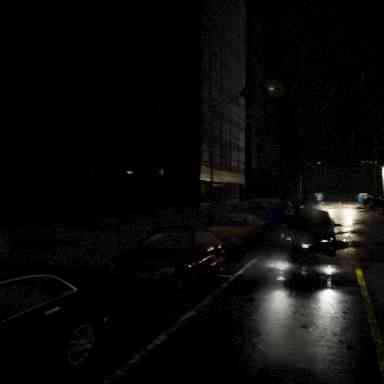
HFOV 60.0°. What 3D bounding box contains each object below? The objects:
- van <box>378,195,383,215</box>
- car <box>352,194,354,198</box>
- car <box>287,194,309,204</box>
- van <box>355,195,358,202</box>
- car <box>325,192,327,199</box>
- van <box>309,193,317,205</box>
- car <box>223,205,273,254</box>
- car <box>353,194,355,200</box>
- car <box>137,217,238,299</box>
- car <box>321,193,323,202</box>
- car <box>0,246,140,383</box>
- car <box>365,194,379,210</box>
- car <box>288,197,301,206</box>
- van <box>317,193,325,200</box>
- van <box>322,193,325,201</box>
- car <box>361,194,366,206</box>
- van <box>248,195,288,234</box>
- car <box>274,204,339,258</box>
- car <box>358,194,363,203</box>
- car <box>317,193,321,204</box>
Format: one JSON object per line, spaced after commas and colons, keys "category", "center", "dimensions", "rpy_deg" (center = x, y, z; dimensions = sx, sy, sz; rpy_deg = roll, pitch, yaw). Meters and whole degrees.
{"category": "van", "center": [18.658, 1.313, 30.733], "dimensions": [1.690, 1.788, 3.998], "rpy_deg": [1, 0, 24]}
{"category": "car", "center": [38.811, 1.460, 77.019], "dimensions": [1.947, 1.339, 4.313], "rpy_deg": [1, 0, 24]}
{"category": "car", "center": [8.599, 1.227, 28.983], "dimensions": [2.192, 1.841, 5.009], "rpy_deg": [1, 0, 24]}
{"category": "van", "center": [34.333, 1.252, 66.732], "dimensions": [1.690, 1.788, 3.998], "rpy_deg": [1, 0, 24]}
{"category": "car", "center": [30.992, 1.264, 80.415], "dimensions": [1.967, 1.590, 4.097], "rpy_deg": [1, 0, 24]}
{"category": "van", "center": [15.317, 1.225, 44.412], "dimensions": [1.690, 1.788, 3.998], "rpy_deg": [1, 0, 24]}
{"category": "car", "center": [1.811, 1.467, 13.399], "dimensions": [1.752, 1.417, 4.829], "rpy_deg": [1, 0, 24]}
{"category": "car", "center": [36.571, 1.447, 71.876], "dimensions": [1.887, 1.381, 4.507], "rpy_deg": [1, 0, 24]}
{"category": "car", "center": [-0.361, 1.534, 8.412], "dimensions": [1.802, 1.307, 4.206], "rpy_deg": [1, 0, 24]}
{"category": "car", "center": [22.033, 1.408, 59.842], "dimensions": [2.008, 1.369, 4.403], "rpy_deg": [1, 0, 24]}
{"category": "car", "center": [-2.600, 1.513, 3.269], "dimensions": [2.008, 1.369, 4.403], "rpy_deg": [1, 0, 24]}
{"category": "car", "center": [23.137, 1.269, 41.018], "dimensions": [2.192, 1.841, 5.009], "rpy_deg": [1, 0, 24]}
{"category": "car", "center": [6.358, 1.361, 23.840], "dimensions": [1.967, 1.590, 4.097], "rpy_deg": [1, 0, 24]}
{"category": "van", "center": [33.232, 1.157, 85.557], "dimensions": [1.690, 1.788, 3.998], "rpy_deg": [1, 0, 24]}
{"category": "van", "center": [26.514, 1.182, 70.128], "dimensions": [1.690, 1.788, 3.998], "rpy_deg": [1, 0, 24]}
{"category": "car", "center": [27.614, 1.481, 51.305], "dimensions": [1.887, 1.381, 4.507], "rpy_deg": [1, 0, 24]}
{"category": "van", "center": [4.120, 1.272, 18.697], "dimensions": [1.690, 1.788, 3.998], "rpy_deg": [1, 0, 24]}
{"category": "car", "center": [4.612, 1.467, 12.913], "dimensions": [1.837, 1.490, 4.892], "rpy_deg": [1, 1, 23]}
{"category": "car", "center": [29.854, 1.367, 56.447], "dimensions": [1.967, 1.590, 4.097], "rpy_deg": [1, 0, 24]}
{"category": "car", "center": [17.556, 1.190, 49.555], "dimensions": [2.192, 1.841, 5.009], "rpy_deg": [1, 0, 24]}
